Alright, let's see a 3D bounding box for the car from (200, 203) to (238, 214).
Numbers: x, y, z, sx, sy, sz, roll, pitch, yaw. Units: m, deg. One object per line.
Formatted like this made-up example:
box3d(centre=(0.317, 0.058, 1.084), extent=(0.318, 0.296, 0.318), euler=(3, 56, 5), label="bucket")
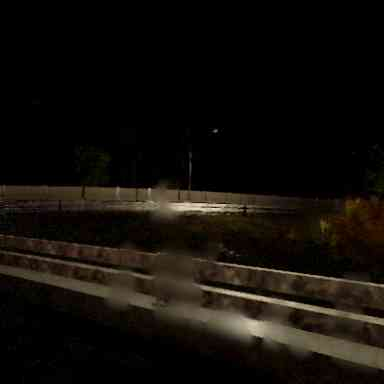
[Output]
box3d(centre=(3.717, 2.217, 44.941), extent=(5.357, 1.411, 2.033), euler=(3, -1, -26), label="car")
